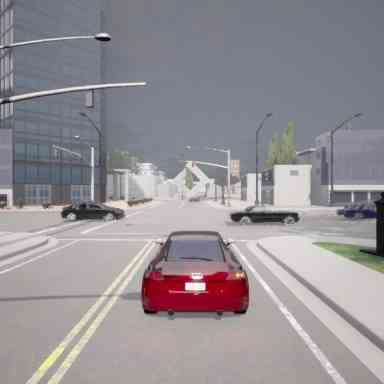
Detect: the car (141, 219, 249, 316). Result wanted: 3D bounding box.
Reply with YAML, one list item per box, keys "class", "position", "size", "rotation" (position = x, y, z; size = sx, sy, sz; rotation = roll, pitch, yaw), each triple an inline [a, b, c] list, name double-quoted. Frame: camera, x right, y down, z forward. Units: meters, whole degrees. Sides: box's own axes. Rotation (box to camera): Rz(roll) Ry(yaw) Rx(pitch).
- class: "car"
  position: [0.067, 1.564, 7.616]
  size: [1.994, 1.385, 4.181]
  rotation: [0, 0, 0]

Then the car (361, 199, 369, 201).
- class: "car"
  position: [19.833, 1.502, 37.071]
  size: [5.357, 1.411, 2.033]
  rotation: [0, 0, -1]

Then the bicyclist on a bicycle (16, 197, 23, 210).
- class: "bicyclist on a bicycle"
  position: [-22.017, 1.466, 42.488]
  size: [0.582, 1.620, 1.656]
  rotation: [-1, 0, 0]

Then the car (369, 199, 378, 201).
- class: "car"
  position: [21.510, 1.167, 33.568]
  size: [5.566, 2.045, 2.150]
  rotation: [0, 0, 0]

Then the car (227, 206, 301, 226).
- class: "car"
  position: [4.868, 1.601, 22.736]
  size: [4.718, 1.301, 1.895]
  rotation: [0, 0, 0]

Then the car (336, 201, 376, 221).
- class: "car"
  position: [14.094, 1.587, 26.315]
  size: [4.718, 1.301, 1.895]
  rotation: [0, 0, 0]

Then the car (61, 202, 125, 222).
- class: "car"
  position: [-7.733, 1.546, 26.131]
  size: [4.892, 1.490, 1.837]
  rotation: [0, 0, 0]

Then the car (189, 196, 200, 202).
- class: "car"
  position: [0.661, 1.595, 76.958]
  size: [1.895, 1.301, 4.718]
  rotation: [0, 0, 12]
